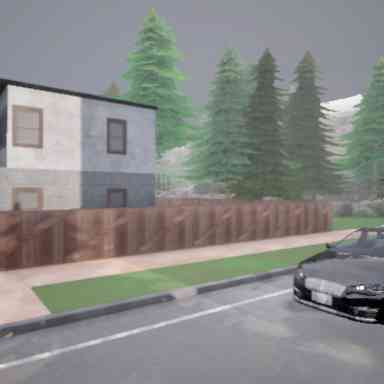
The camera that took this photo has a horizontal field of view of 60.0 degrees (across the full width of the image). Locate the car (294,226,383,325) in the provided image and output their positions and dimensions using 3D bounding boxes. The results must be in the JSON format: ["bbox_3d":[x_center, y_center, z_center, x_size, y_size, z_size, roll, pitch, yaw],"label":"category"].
[{"bbox_3d":[4.151,1.495,6.942,4.902,1.511,2.128,0,0,-35],"label":"car"}]
